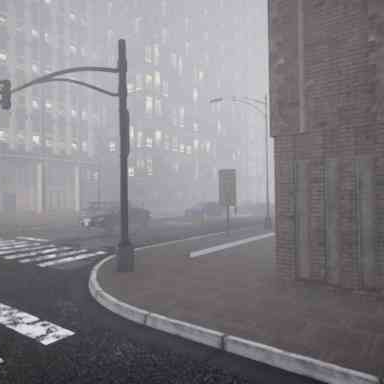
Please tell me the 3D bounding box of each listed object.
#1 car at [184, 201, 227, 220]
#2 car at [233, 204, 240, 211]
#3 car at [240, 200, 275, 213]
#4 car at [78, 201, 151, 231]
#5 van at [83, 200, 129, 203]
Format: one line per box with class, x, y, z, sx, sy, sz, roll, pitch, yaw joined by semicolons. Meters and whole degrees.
car;1.282;1.562;29.247;1.882;1.535;5.008;-1;-1;36
car;6.829;1.687;41.416;1.752;1.417;4.829;-2;-1;36
car;7.779;1.707;38.274;1.895;1.301;4.718;-1;-1;36
car;-4.652;1.556;21.004;2.128;1.511;4.902;-1;-1;34
van;-6.026;1.458;23.521;1.690;1.788;3.998;-2;-1;36
